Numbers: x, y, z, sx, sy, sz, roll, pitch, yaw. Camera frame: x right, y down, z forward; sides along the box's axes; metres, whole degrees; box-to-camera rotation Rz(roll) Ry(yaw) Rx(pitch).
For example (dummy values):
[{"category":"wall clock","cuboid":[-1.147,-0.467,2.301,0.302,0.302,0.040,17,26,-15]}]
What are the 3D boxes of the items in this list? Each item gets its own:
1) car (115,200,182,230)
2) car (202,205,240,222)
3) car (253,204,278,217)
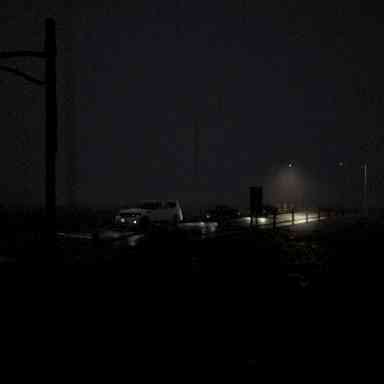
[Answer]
[{"category":"car","cuboid":[-3.013,1.605,24.515,2.150,2.045,5.566,0,-1,36]},{"category":"car","cuboid":[2.911,2.068,32.669,2.128,1.511,4.902,0,-1,36]},{"category":"car","cuboid":[9.008,2.256,41.047,1.882,1.535,5.008,0,-1,36]}]
